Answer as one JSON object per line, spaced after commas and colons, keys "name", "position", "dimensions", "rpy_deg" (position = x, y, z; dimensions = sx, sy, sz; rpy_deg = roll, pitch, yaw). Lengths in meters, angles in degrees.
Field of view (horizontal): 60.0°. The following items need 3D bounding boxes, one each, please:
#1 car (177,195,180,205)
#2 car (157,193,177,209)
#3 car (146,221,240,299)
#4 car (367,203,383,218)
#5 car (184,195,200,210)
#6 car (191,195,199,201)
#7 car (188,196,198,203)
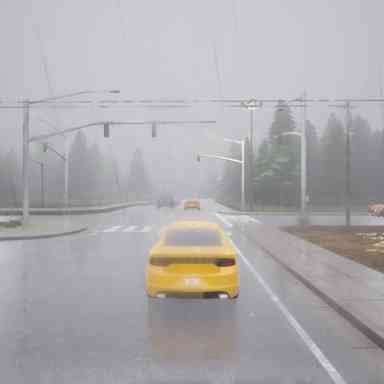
{"name": "car", "position": [-3.537, 1.352, 55.952], "dimensions": [2.097, 1.767, 4.553], "rpy_deg": [0, 0, 0]}
{"name": "car", "position": [-3.592, 1.221, 45.658], "dimensions": [2.150, 2.045, 5.566], "rpy_deg": [0, 0, -1]}
{"name": "car", "position": [0.049, 1.474, 8.513], "dimensions": [1.882, 1.535, 5.008], "rpy_deg": [0, 0, 1]}
{"name": "car", "position": [18.046, 1.378, 29.430], "dimensions": [4.553, 1.767, 2.097], "rpy_deg": [0, 0, 1]}
{"name": "car", "position": [0.020, 1.478, 42.176], "dimensions": [1.882, 1.535, 5.008], "rpy_deg": [0, 0, 0]}
{"name": "car", "position": [0.701, 1.442, 83.129], "dimensions": [1.837, 1.490, 4.892], "rpy_deg": [0, 0, 2]}
{"name": "car", "position": [0.302, 1.537, 72.736], "dimensions": [2.033, 1.411, 5.357], "rpy_deg": [0, 0, 2]}
